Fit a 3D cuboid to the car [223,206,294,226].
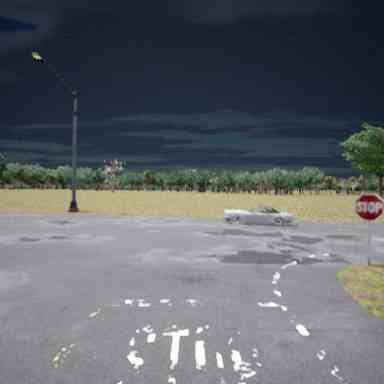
[{"bbox_3d":[4.531,1.614,23.222,4.718,1.301,1.895,2,1,0],"label":"car"}]
